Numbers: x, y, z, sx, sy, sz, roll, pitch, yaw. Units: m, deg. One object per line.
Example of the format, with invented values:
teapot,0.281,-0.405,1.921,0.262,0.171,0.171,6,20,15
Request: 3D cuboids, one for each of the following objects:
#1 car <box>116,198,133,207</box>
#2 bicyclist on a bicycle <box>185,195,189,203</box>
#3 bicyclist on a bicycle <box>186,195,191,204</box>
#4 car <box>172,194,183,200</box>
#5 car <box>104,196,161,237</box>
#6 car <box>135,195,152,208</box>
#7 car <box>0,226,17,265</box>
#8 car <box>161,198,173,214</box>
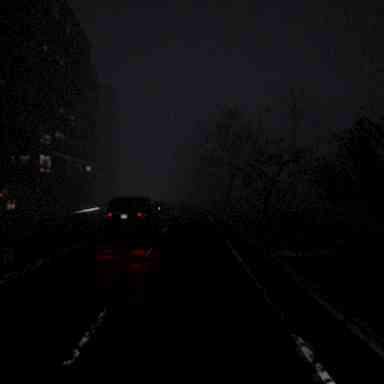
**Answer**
car,-10.598,1.668,52.331,1.895,1.301,4.718,0,0,-2
bicyclist on a bicycle,-1.091,1.533,72.525,0.582,1.620,1.656,0,-1,-4
bicyclist on a bicycle,-0.461,1.443,63.386,0.659,1.776,1.843,0,0,-4
car,-3.631,1.494,91.276,2.128,1.511,4.902,0,0,-6
car,-3.157,1.244,18.134,2.150,2.045,5.566,0,0,0
car,-7.283,1.417,50.623,2.097,1.767,4.553,0,0,-2
car,-6.618,1.537,9.104,1.812,1.442,4.674,0,0,0
car,-3.350,1.609,35.344,1.994,1.385,4.181,0,0,-1
